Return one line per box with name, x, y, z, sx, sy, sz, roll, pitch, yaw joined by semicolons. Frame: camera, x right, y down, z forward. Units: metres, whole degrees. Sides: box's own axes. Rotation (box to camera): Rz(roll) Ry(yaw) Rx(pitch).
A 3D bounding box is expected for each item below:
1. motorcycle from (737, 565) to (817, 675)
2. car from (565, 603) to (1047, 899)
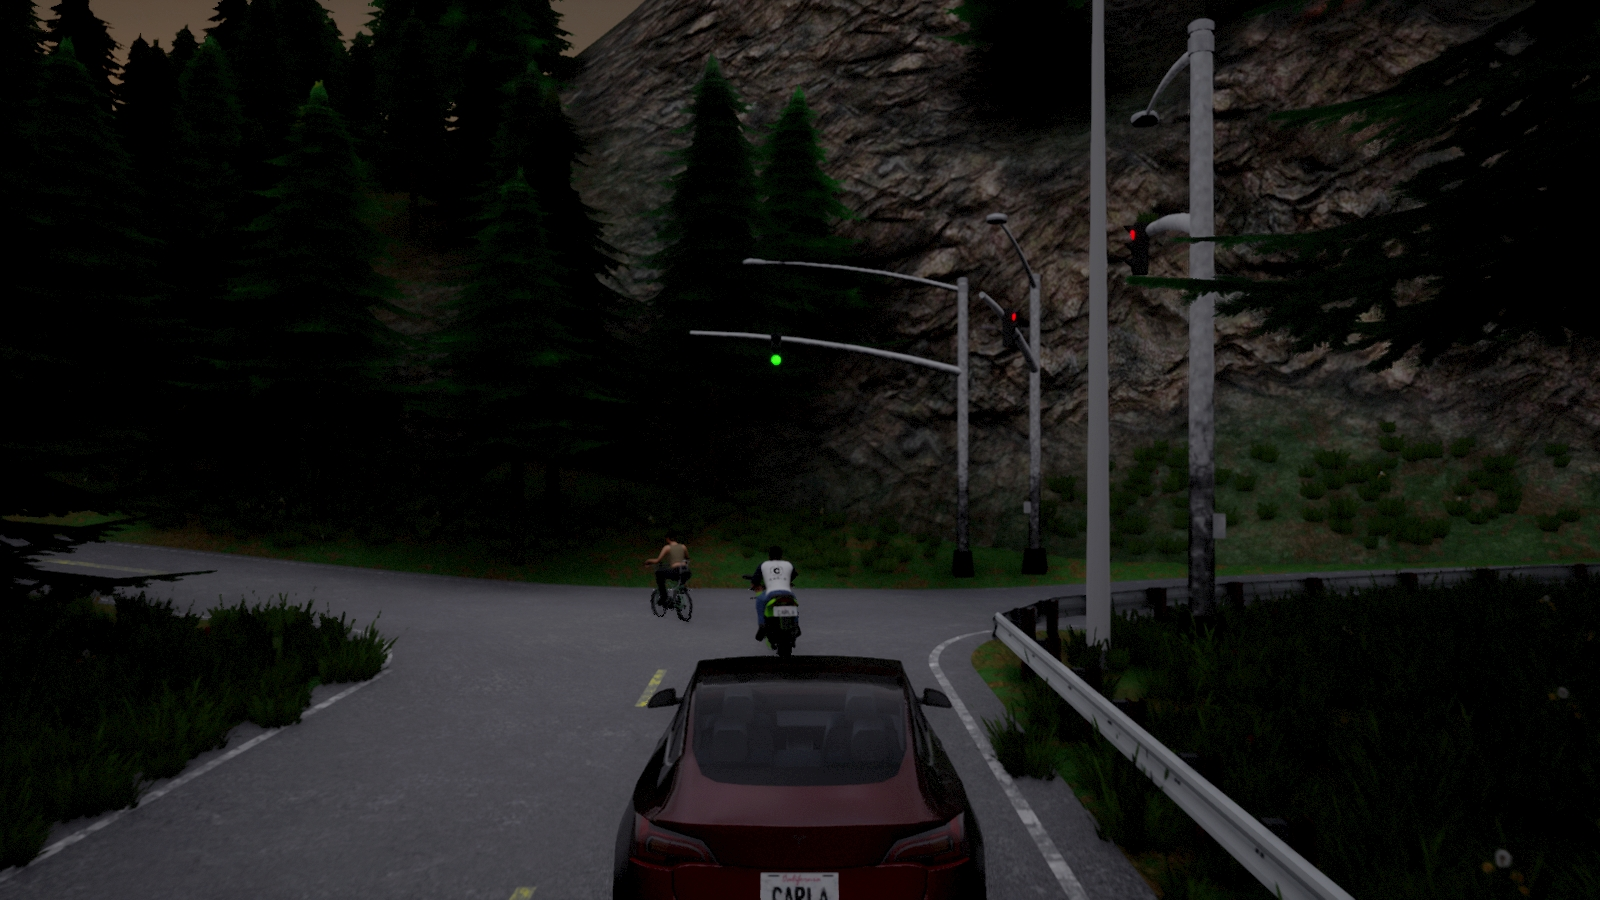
motorcycle;-0.335;2.225;15.289;0.803;1.145;2.033;-1;0;-8
car;0.027;2.069;7.532;2.163;1.488;4.792;0;0;0
